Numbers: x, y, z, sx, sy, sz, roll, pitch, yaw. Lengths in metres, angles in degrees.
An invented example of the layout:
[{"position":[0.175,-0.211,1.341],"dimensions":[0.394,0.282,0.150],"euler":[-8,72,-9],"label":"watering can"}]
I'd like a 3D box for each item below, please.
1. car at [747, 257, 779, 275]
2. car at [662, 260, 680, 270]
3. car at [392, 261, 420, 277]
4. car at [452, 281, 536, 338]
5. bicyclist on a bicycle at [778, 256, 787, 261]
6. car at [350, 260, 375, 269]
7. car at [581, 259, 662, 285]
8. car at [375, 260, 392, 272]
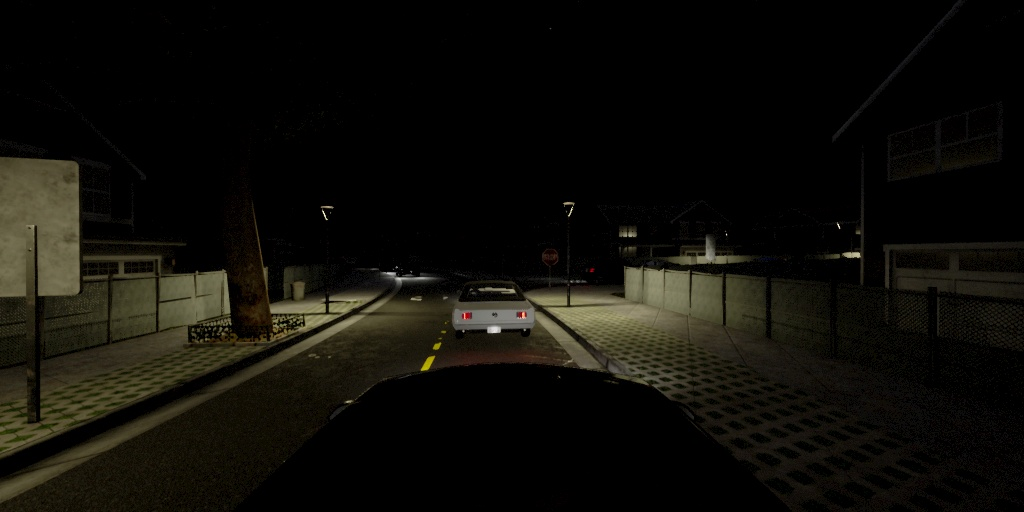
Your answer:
[{"position":[20.046,0.878,28.575],"dimensions":[5.008,1.535,1.882],"euler":[-1,0,-10],"label":"car"},{"position":[10.269,1.018,27.010],"dimensions":[4.902,1.511,2.128],"euler":[-1,1,-9],"label":"car"},{"position":[-10.315,1.224,35.305],"dimensions":[1.837,1.490,4.892],"euler":[0,0,-24],"label":"car"},{"position":[-0.612,1.346,10.156],"dimensions":[1.895,1.301,4.718],"euler":[0,0,-6],"label":"car"},{"position":[16.607,0.797,22.012],"dimensions":[0.582,1.620,1.656],"euler":[-1,0,-9],"label":"bicyclist on a bicycle"},{"position":[-23.408,1.275,56.695],"dimensions":[2.033,1.411,5.357],"euler":[0,0,-40],"label":"car"},{"position":[6.958,0.946,23.527],"dimensions":[4.553,1.767,2.097],"euler":[-1,0,-7],"label":"car"},{"position":[-15.561,1.317,45.535],"dimensions":[1.895,1.301,4.718],"euler":[0,0,-31],"label":"car"}]
